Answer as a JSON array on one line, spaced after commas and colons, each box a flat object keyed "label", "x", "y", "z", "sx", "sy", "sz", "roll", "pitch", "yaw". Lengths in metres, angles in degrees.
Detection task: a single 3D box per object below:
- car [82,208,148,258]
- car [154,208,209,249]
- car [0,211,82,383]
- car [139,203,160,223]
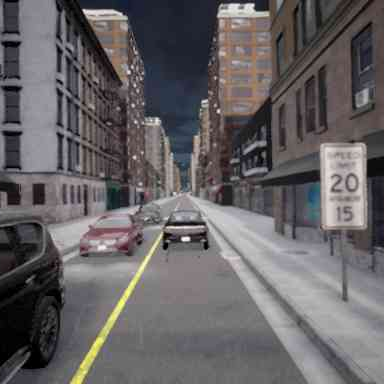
[{"label": "car", "x": -3.073, "y": 1.629, "z": 13.512, "sx": 1.812, "sy": 1.442, "sz": 4.674, "roll": -1, "pitch": 0, "yaw": -1}, {"label": "car", "x": -0.279, "y": 1.555, "z": 14.854, "sx": 2.128, "sy": 1.511, "sz": 4.902, "roll": -1, "pitch": 0, "yaw": -1}, {"label": "car", "x": -2.883, "y": 1.280, "z": 2.871, "sx": 2.150, "sy": 2.045, "sz": 5.566, "roll": -1, "pitch": 0, "yaw": -3}, {"label": "car", "x": -3.321, "y": 1.656, "z": 25.806, "sx": 1.837, "sy": 1.490, "sz": 4.892, "roll": -1, "pitch": 1, "yaw": -2}]
